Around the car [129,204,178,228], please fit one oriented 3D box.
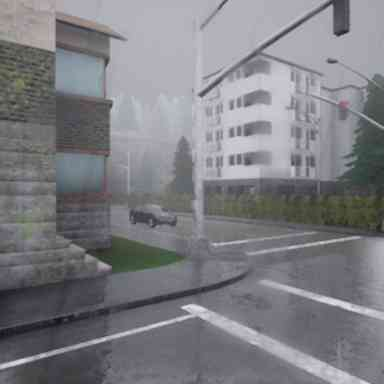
[{"bbox_3d":[-2.843,1.646,23.788,1.837,1.490,4.892,0,0,-35],"label":"car"}]
